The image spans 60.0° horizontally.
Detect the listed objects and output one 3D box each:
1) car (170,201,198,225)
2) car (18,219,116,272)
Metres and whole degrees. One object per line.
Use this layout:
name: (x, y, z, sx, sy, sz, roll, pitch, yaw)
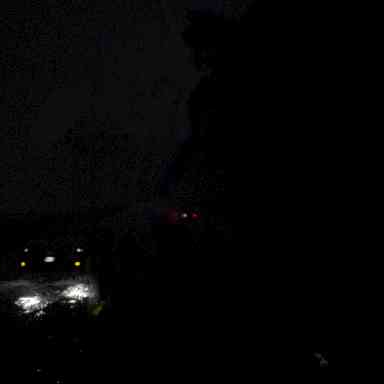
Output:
car: (-0.583, 1.612, 24.472, 2.033, 1.411, 5.357, 0, 0, -3)
car: (-3.767, 1.580, 10.703, 1.994, 1.385, 4.181, 0, 0, -1)
